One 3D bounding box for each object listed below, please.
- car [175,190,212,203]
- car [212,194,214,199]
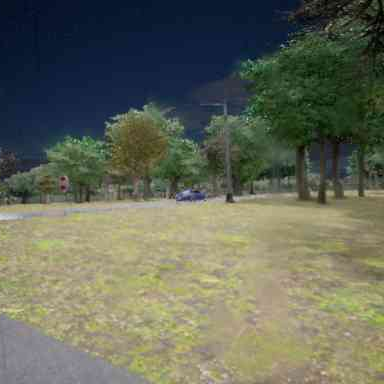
[{"bbox_3d":[-0.062,0.457,37.742,1.812,1.442,4.674,-3,-1,34],"label":"car"},{"bbox_3d":[1.726,0.582,52.735,1.994,1.385,4.181,-3,0,34],"label":"car"}]
